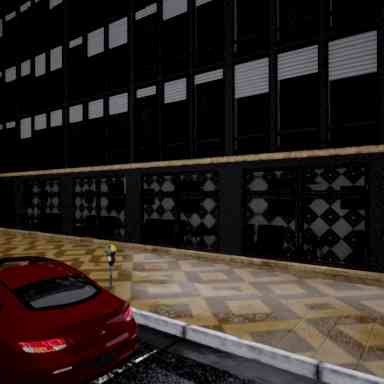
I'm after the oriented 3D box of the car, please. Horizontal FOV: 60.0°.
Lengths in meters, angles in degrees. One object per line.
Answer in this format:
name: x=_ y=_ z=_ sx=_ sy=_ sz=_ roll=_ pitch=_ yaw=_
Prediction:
car: x=-2.593 y=1.582 z=4.675 sx=4.206 sy=1.307 sz=1.802 roll=0 pitch=0 yaw=35
